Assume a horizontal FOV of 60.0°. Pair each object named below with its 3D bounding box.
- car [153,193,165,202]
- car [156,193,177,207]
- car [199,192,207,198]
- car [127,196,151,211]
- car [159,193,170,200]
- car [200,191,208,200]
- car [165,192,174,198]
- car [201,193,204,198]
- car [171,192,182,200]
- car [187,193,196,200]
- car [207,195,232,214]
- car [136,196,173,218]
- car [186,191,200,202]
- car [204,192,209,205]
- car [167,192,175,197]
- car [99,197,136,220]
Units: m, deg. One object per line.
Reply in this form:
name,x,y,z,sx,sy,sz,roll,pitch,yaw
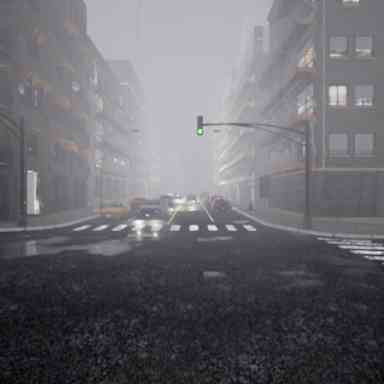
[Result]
car,-5.754,0.960,58.331,1.752,1.417,4.829,1,1,0
car,-3.134,1.136,39.988,1.812,1.442,4.674,0,1,0
car,2.601,0.790,80.589,1.947,1.339,4.313,1,1,0
car,-5.727,1.189,36.408,1.887,1.381,4.507,1,1,0
car,-5.767,0.872,69.547,1.887,1.381,4.507,1,1,0
car,2.616,0.643,69.542,2.192,1.841,5.009,1,1,0
car,-5.786,0.699,85.946,1.752,1.417,4.829,1,1,0
car,2.640,1.120,47.451,1.802,1.307,4.206,1,1,0
car,-3.079,0.903,66.670,2.033,1.411,5.357,0,1,-3
car,-0.081,0.876,67.142,1.812,1.442,4.674,0,1,0
car,2.660,1.243,30.880,1.887,1.381,4.507,1,1,0
car,-3.101,1.284,26.882,2.033,1.411,5.357,0,1,4
car,-0.067,0.997,56.720,2.033,1.411,5.357,0,1,0
car,2.655,1.085,36.403,1.967,1.590,4.097,1,1,0
car,-5.793,0.671,91.639,2.008,1.369,4.403,1,1,0
car,-5.713,1.278,25.191,1.752,1.417,4.829,1,1,0
